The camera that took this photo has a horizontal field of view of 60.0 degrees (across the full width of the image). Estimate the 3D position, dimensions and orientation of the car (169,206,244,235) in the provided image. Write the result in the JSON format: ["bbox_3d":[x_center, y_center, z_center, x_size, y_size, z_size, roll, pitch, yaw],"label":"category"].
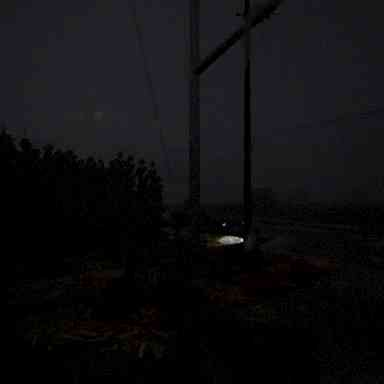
[{"bbox_3d":[0.721,1.544,19.365,2.033,1.411,5.357,0,0,-35],"label":"car"}]
